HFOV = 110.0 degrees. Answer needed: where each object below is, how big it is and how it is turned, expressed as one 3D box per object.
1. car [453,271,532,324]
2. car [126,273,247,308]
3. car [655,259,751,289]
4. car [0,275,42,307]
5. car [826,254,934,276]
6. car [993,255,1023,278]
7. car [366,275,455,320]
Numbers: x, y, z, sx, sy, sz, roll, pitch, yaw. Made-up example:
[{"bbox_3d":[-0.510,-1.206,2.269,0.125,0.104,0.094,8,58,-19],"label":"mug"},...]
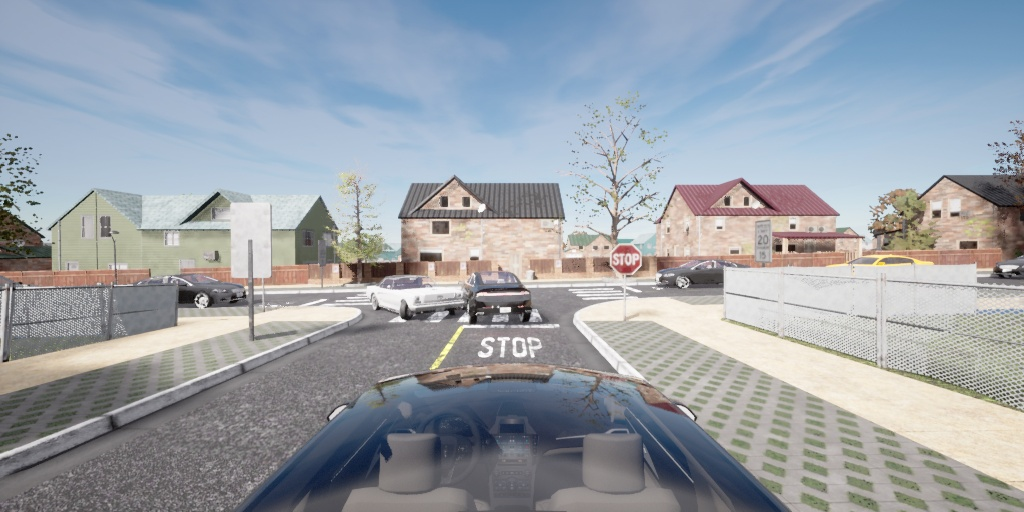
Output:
[{"bbox_3d":[-0.685,1.242,12.028,2.128,1.511,4.902,0,0,-12],"label":"car"},{"bbox_3d":[-14.902,1.566,16.383,4.902,1.511,2.128,-1,1,0],"label":"car"},{"bbox_3d":[10.331,0.926,19.437,4.902,1.511,2.128,-1,1,0],"label":"car"},{"bbox_3d":[-24.239,1.648,16.342,4.553,1.767,2.097,-1,1,0],"label":"car"},{"bbox_3d":[19.761,0.690,19.474,5.008,1.535,1.882,-1,1,-1],"label":"car"},{"bbox_3d":[29.386,0.478,19.511,4.902,1.511,2.128,-1,1,0],"label":"car"},{"bbox_3d":[-3.602,1.368,12.887,1.895,1.301,4.718,0,0,-38],"label":"car"}]
